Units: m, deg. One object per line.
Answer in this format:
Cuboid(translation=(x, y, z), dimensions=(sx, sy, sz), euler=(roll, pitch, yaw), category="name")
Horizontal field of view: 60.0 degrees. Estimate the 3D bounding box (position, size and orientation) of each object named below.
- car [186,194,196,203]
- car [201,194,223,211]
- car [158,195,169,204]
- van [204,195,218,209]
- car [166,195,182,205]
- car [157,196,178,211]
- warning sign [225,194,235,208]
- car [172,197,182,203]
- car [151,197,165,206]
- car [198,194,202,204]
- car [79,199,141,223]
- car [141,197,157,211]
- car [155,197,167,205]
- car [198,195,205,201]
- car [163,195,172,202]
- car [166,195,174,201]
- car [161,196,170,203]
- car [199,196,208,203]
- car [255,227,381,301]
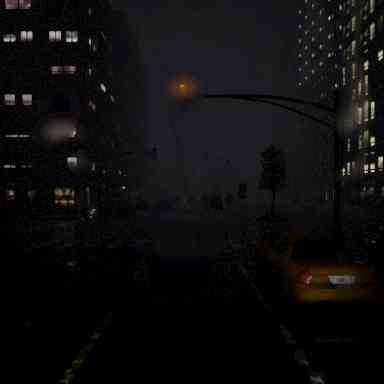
Cuboid(translation=(-0.128, 1.607, 69.248), dimensions=(2.033, 1.411, 5.357), euler=(0, 0, 0), category="car")
Cuboid(translation=(2.611, 1.332, 40.477), dimensions=(2.192, 1.841, 5.009), euler=(0, 0, 0), category="car")
Cuboid(translation=(-5.820, 1.497, 68.095), dimensions=(1.967, 1.590, 4.097), euler=(0, 0, 0), category="car")
Cuboid(translation=(2.601, 1.364, 46.003), dimensions=(1.690, 1.788, 3.998), euler=(0, 0, 0), category="van")
Cuboid(translation=(-3.190, 1.514, 56.116), dimensions=(1.882, 1.535, 5.008), euler=(0, 0, 0), category="car")
Cuboid(translation=(-3.174, 1.581, 41.049), dimensions=(1.994, 1.385, 4.181), euler=(0, 0, 0), category="car")
Cuboid(translation=(4.992, 1.136, 43.738), dimensions=(1.300, 1.860, 1.060), euler=(0, 0, 0), category="warning sign")
Cuboid(translation=(-3.129, 1.650, 69.266), dimensions=(1.895, 1.301, 4.718), euler=(0, 0, 0), category="car")
Cuboid(translation=(-5.799, 1.589, 57.041), dimensions=(2.008, 1.369, 4.403), euler=(0, 0, 0), category="car")
Cuboid(translation=(2.570, 1.362, 62.583), dimensions=(2.192, 1.841, 5.009), euler=(0, 0, 0), category="car")
Cuboid(translation=(-6.785, 1.427, 26.889), dimensions=(2.097, 1.767, 4.553), euler=(-1, 0, 42), category="car")
Cuboid(translation=(-5.767, 1.568, 40.461), dimensions=(2.008, 1.369, 4.403), euler=(0, 0, 0), category="car")
Cuboid(translation=(-5.809, 1.592, 62.567), dimensions=(1.887, 1.381, 4.507), euler=(0, 0, 0), category="car")
Cuboid(translation=(2.520, 1.626, 90.386), dimensions=(1.752, 1.417, 4.829), euler=(0, 0, 0), category="car")
Cuboid(translation=(-5.840, 1.517, 79.148), dimensions=(1.967, 1.590, 4.097), euler=(0, 0, 0), category="car")
Cuboid(translation=(-5.859, 1.625, 90.031), dimensions=(1.752, 1.417, 4.829), euler=(0, 0, 0), category="car")
Cuboid(translation=(-5.829, 1.649, 73.621), dimensions=(1.802, 1.307, 4.206), euler=(0, 0, 0), category="car")
Cuboid(translation=(2.551, 1.612, 73.637), dimensions=(1.887, 1.381, 4.507), euler=(0, 0, 0), category="car")
Cuboid(translation=(2.672, 1.526, 8.234), dimensions=(1.752, 1.417, 4.829), euler=(0, 0, 0), category="car")
